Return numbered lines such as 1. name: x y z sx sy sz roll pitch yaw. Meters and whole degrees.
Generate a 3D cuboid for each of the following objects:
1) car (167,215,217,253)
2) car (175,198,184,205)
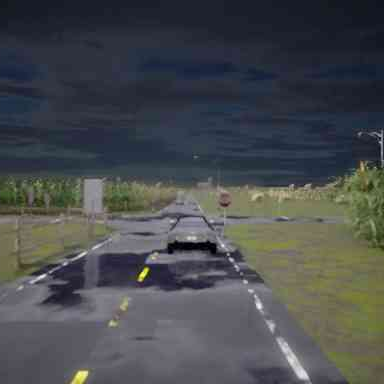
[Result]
1. car: 0.004 1.689 14.295 1.994 1.385 4.181 0 0 0
2. car: -2.786 2.068 73.713 2.128 1.511 4.902 0 0 0
